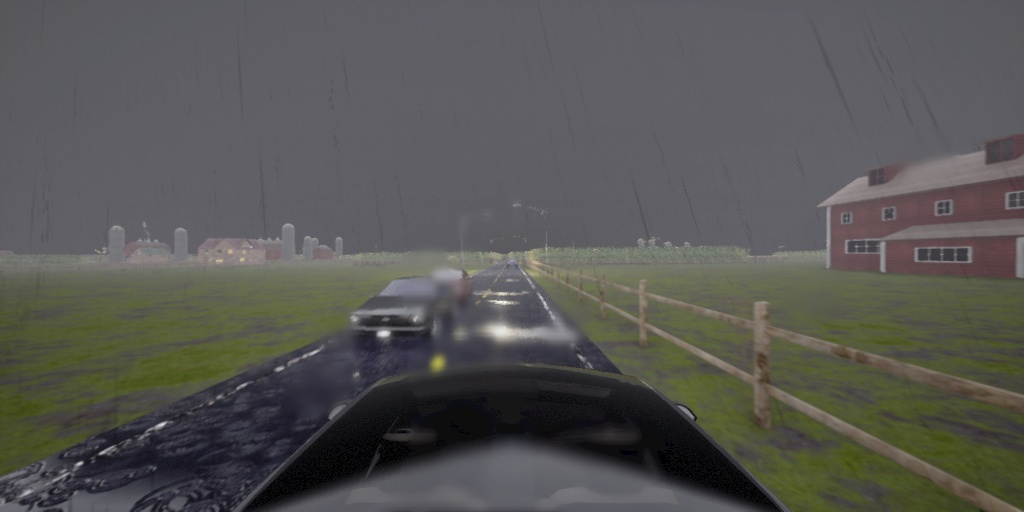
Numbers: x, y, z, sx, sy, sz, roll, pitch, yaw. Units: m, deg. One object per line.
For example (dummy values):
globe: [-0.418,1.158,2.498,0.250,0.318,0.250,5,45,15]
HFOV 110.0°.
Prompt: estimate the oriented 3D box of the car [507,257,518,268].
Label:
car: [0.064,1.298,61.876,1.812,1.442,4.674,0,0,0]

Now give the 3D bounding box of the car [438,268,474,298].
car: [-2.748,1.279,15.942,1.812,1.442,4.674,0,0,0]

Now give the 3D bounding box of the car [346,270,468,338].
car: [-2.747,1.300,10.425,2.033,1.411,5.357,0,0,0]
